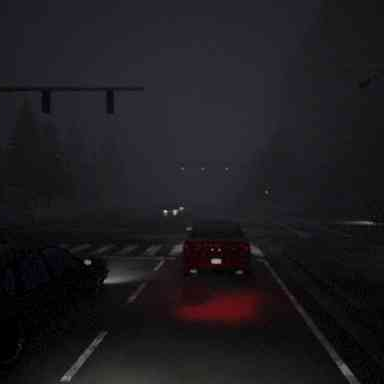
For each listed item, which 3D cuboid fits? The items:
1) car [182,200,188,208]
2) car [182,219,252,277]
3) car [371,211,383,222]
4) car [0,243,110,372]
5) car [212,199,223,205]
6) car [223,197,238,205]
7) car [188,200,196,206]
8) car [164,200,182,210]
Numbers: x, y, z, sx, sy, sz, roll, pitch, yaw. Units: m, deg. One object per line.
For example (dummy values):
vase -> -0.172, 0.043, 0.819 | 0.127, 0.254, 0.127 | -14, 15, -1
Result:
car -> -2.417, 2.311, 63.949 | 1.994, 1.385, 4.181 | 0, -1, 5
car -> 0.798, 1.610, 10.802 | 1.882, 1.535, 5.008 | 0, -1, 4
car -> 18.214, 2.038, 29.436 | 4.181, 1.385, 1.994 | 0, -1, 4
car -> -3.099, 1.605, 5.708 | 2.033, 1.411, 5.357 | 0, -1, 4
car -> 6.684, 2.474, 82.121 | 1.882, 1.535, 5.008 | 0, -1, 34
car -> 10.556, 2.231, 81.711 | 2.150, 2.045, 5.566 | 0, -1, 34
car -> -0.682, 2.468, 74.091 | 1.895, 1.301, 4.718 | 0, -1, 16
car -> -3.228, 2.153, 54.105 | 1.812, 1.442, 4.674 | 0, -1, 4
